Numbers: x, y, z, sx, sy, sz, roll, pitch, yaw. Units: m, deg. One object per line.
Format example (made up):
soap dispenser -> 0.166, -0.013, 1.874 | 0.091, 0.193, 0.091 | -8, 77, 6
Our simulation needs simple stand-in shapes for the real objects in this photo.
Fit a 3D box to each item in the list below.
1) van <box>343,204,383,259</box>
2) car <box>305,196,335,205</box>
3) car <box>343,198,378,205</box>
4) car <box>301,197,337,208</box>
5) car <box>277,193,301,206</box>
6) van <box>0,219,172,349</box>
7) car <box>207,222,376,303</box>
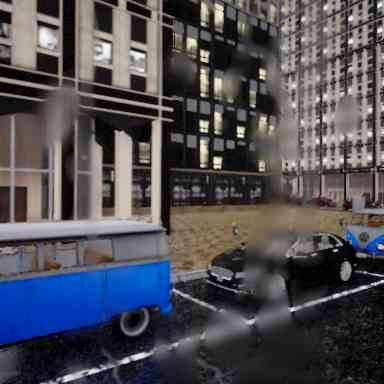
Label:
van -> 6.967, 1.453, 11.532 | 3.998, 1.788, 1.690 | 1, 0, -36
car -> 20.844, 1.429, 54.202 | 1.802, 1.307, 4.206 | 2, 0, -36
car -> 20.569, 1.438, 40.208 | 1.967, 1.590, 4.097 | 2, 0, -36
car -> 17.317, 1.472, 44.739 | 1.802, 1.307, 4.206 | 2, 0, -36
car -> 14.079, 1.098, 49.269 | 2.192, 1.841, 5.009 | 2, 0, -36
van -> -2.229, 1.350, 4.971 | 3.998, 1.788, 1.690 | 1, 0, -36
car -> 2.367, 1.611, 8.250 | 4.403, 1.369, 2.008 | 1, 0, -36
